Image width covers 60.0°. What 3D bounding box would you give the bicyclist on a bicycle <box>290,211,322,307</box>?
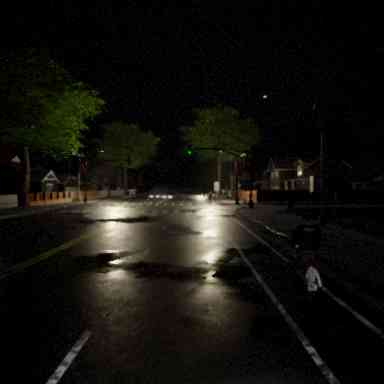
[{"bbox_3d":[2.276,1.270,6.806,0.659,1.776,1.843,0,1,0],"label":"bicyclist on a bicycle"}]

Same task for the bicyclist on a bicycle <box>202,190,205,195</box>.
[{"bbox_3d":[2.525,0.388,71.879,0.582,1.620,1.656,0,1,0],"label":"bicyclist on a bicycle"}]

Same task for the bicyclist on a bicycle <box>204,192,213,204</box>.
[{"bbox_3d":[2.433,0.783,44.557,0.866,1.612,1.509,0,1,0],"label":"bicyclist on a bicycle"}]

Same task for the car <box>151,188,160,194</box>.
[{"bbox_3d":[-9.421,-0.309,85.793,2.097,1.767,4.553,0,1,0],"label":"car"}]

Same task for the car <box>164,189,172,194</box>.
[{"bbox_3d":[-6.172,-0.068,85.725,1.895,1.301,4.718,0,1,0],"label":"car"}]
